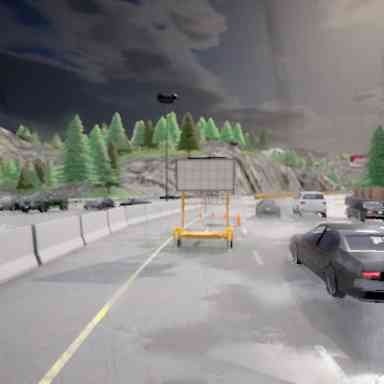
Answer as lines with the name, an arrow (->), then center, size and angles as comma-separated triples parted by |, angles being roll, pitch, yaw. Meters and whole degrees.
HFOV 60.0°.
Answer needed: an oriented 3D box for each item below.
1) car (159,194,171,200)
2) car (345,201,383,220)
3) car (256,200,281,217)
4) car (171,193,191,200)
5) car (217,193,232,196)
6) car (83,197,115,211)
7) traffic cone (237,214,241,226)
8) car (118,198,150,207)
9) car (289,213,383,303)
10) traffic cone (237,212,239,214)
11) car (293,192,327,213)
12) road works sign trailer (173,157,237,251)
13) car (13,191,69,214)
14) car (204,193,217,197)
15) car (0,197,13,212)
car -> -5.360, 1.062, 71.860 | 1.895, 1.301, 4.718 | 0, 0, 23
car -> 12.796, 1.392, 24.307 | 2.033, 1.411, 5.357 | 0, 0, 10
car -> 6.567, 1.365, 28.783 | 1.994, 1.385, 4.181 | 0, 0, 11
car -> -1.894, 1.019, 71.042 | 2.033, 1.411, 5.357 | 0, 0, 23
car -> 7.904, 0.896, 75.199 | 1.812, 1.442, 4.674 | 0, 0, 27
car -> -9.963, 1.245, 36.104 | 1.812, 1.442, 4.674 | 0, 0, 13
traffic cone -> 2.910, 1.811, 20.480 | 0.340, 0.580, 0.340 | 0, 0, 7
car -> -6.306, 1.323, 36.529 | 1.895, 1.301, 4.718 | 0, 0, 13
car -> 3.886, 1.493, 8.262 | 2.033, 1.411, 5.357 | 0, 0, 3
traffic cone -> 3.160, 1.797, 22.464 | 0.340, 0.580, 0.340 | 0, 0, 7
car -> 10.070, 1.030, 28.632 | 2.150, 2.045, 5.566 | 0, 0, 11
road works sign trailer -> 0.563, 0.365, 13.709 | 2.380, 3.560, 2.880 | 0, 0, 7
car -> -14.300, 0.959, 32.537 | 2.150, 2.045, 5.566 | 0, 0, 11
car -> 4.241, 0.951, 75.735 | 2.128, 1.511, 4.902 | 0, 0, 27
car -> -17.629, 1.216, 33.606 | 2.128, 1.511, 4.902 | 0, 0, 11
